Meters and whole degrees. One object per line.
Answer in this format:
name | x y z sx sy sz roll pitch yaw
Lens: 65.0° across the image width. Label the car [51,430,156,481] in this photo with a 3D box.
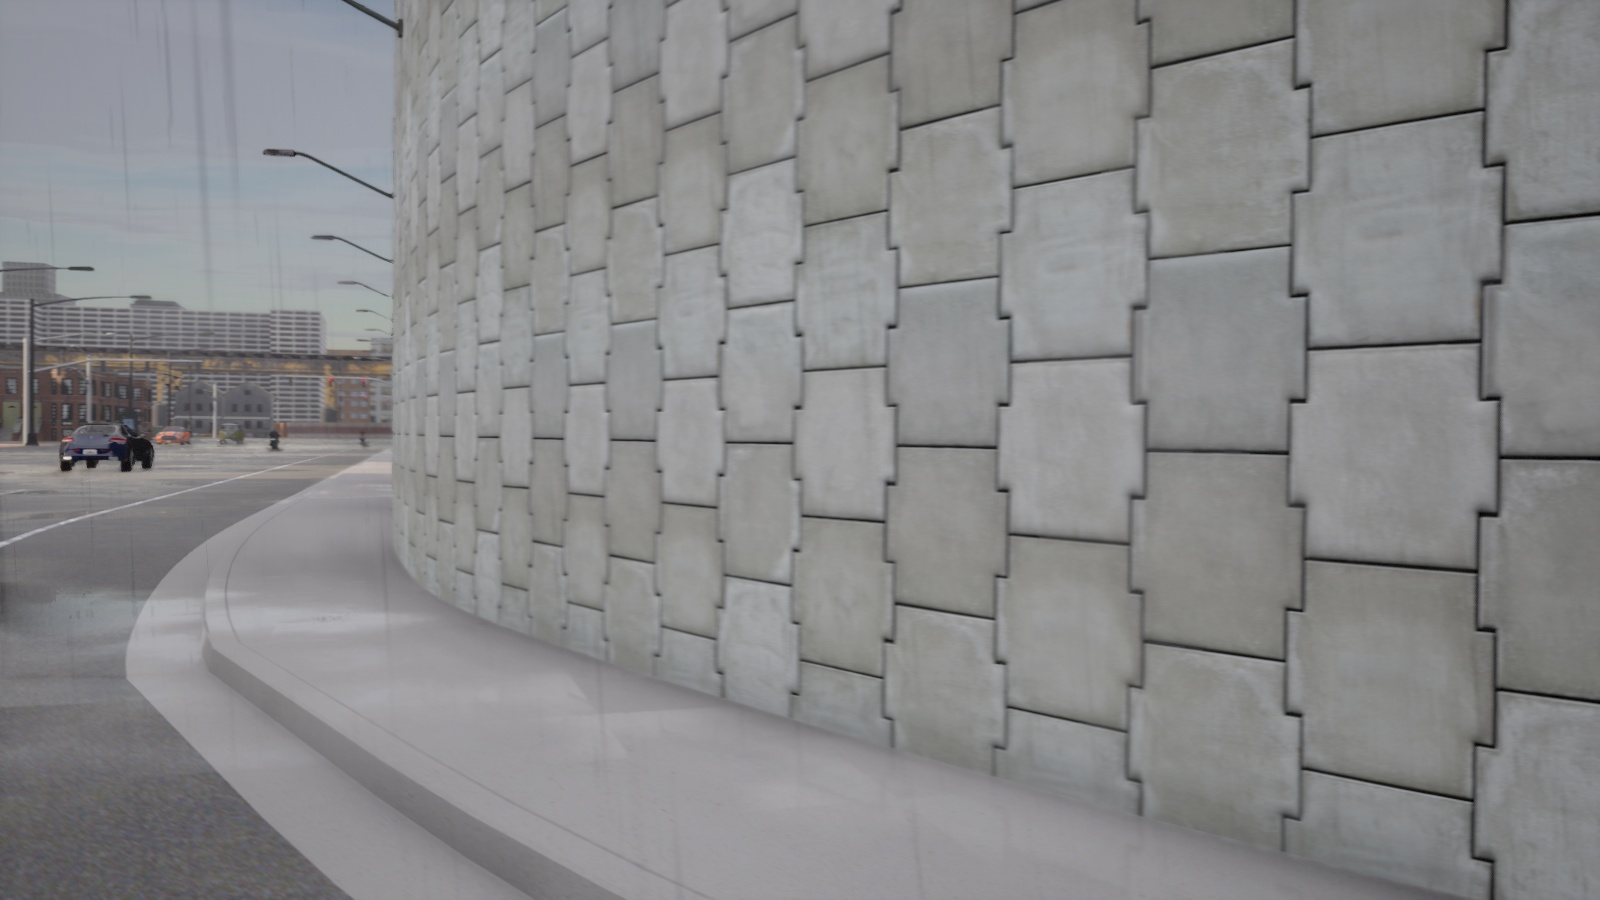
car | -24.207 0.162 43.849 2.152 1.651 5.027 -1 1 -17
